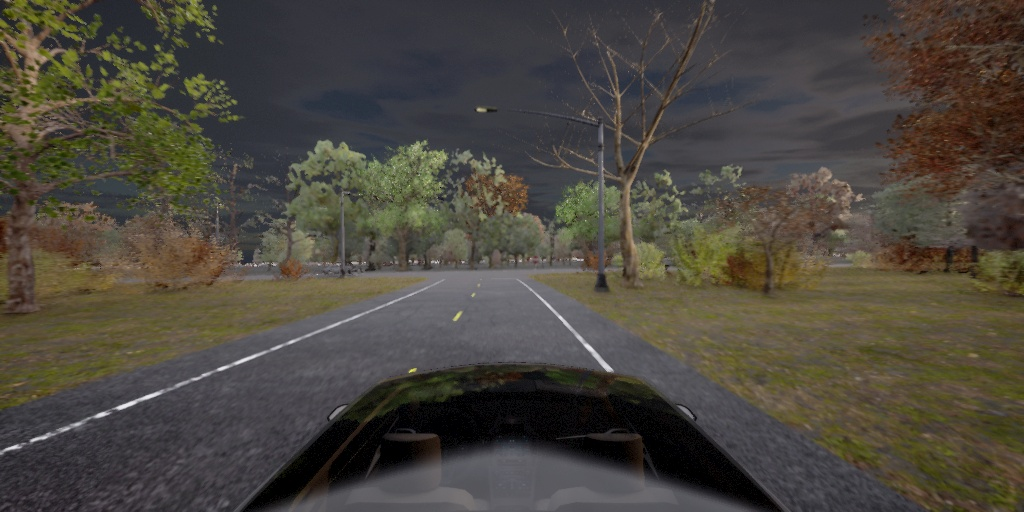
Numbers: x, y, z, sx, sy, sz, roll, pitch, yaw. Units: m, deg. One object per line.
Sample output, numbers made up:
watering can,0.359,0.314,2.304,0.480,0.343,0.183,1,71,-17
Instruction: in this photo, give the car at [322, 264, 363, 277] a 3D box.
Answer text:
car,-22.228,1.857,47.143,4.902,1.511,2.128,-1,0,-14

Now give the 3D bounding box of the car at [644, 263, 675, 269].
car,23.511,1.414,57.183,4.718,1.301,1.895,-1,0,-10
